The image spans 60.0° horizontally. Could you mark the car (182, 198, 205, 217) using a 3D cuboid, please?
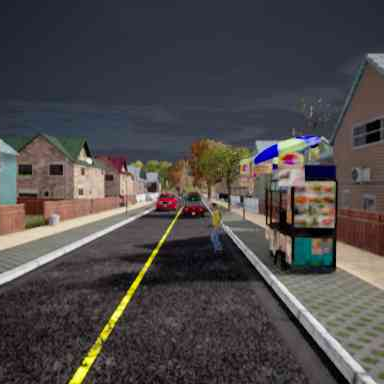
[{"bbox_3d":[0.155,1.478,29.788,1.895,1.301,4.718,0,0,0],"label":"car"}]

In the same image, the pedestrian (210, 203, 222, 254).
[{"bbox_3d":[0.869,1.247,11.742,0.375,1.860,0.375,-1,1,-3],"label":"pedestrian"}]

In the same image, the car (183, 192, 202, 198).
[{"bbox_3d":[0.198,1.024,45.733,2.150,2.045,5.566,0,0,0],"label":"car"}]

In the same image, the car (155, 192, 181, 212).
[{"bbox_3d":[-2.757,1.070,37.134,2.150,2.045,5.566,0,0,0],"label":"car"}]

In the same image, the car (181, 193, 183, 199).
[{"bbox_3d":[-2.560,0.991,78.442,2.128,1.511,4.902,0,0,0],"label":"car"}]

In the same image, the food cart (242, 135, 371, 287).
[{"bbox_3d":[3.054,0.424,10.189,2.280,3.560,4.660,1,1,0],"label":"food cart"}]
